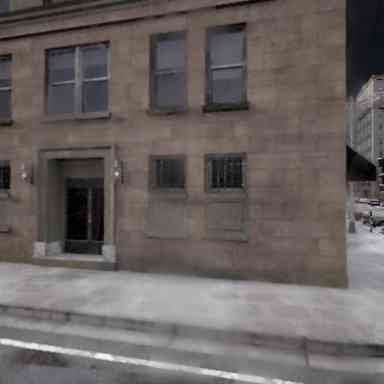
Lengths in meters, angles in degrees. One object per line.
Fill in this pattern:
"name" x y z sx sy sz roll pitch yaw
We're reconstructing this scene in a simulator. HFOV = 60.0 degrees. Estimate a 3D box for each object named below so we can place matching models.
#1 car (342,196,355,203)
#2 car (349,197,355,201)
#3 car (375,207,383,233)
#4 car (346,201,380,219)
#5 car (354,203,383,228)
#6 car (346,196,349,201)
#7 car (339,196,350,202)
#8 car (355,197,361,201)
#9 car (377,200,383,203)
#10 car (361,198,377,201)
"car" 37.339 1.781 79.484 1.967 1.590 4.097 1 0 15
"car" 34.411 1.871 68.817 1.947 1.339 4.313 1 0 15
"car" 11.552 1.699 17.732 1.947 1.339 4.313 1 0 15
"car" 14.479 1.714 28.397 1.887 1.381 4.507 1 0 15
"car" 13.016 1.702 23.064 2.008 1.369 4.403 1 0 15
"car" 35.875 1.763 74.151 1.967 1.590 4.097 1 0 15
"car" 38.802 1.799 84.817 1.967 1.590 4.097 1 0 15
"car" 32.947 1.870 63.484 1.802 1.307 4.206 1 0 15
"car" 28.557 1.788 47.483 2.008 1.369 4.403 1 0 15
"car" 31.484 1.837 58.150 1.947 1.339 4.313 1 0 15
